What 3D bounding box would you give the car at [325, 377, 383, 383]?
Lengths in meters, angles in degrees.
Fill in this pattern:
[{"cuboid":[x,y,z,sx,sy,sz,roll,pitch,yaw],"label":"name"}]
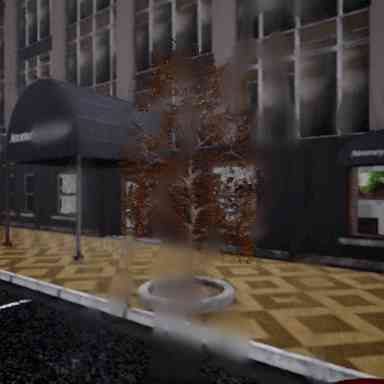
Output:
[{"cuboid":[2.389,1.585,1.171,4.206,1.307,1.802,0,0,35],"label":"car"}]
